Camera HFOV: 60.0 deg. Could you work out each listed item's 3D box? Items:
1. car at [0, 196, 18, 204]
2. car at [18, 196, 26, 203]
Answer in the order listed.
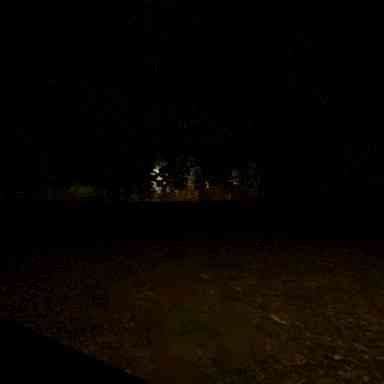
[{"bbox_3d":[-37.520,1.643,65.150,2.128,1.511,4.902,0,0,34],"label":"car"},{"bbox_3d":[-39.785,1.649,74.372,2.128,1.511,4.902,0,0,34],"label":"car"}]
